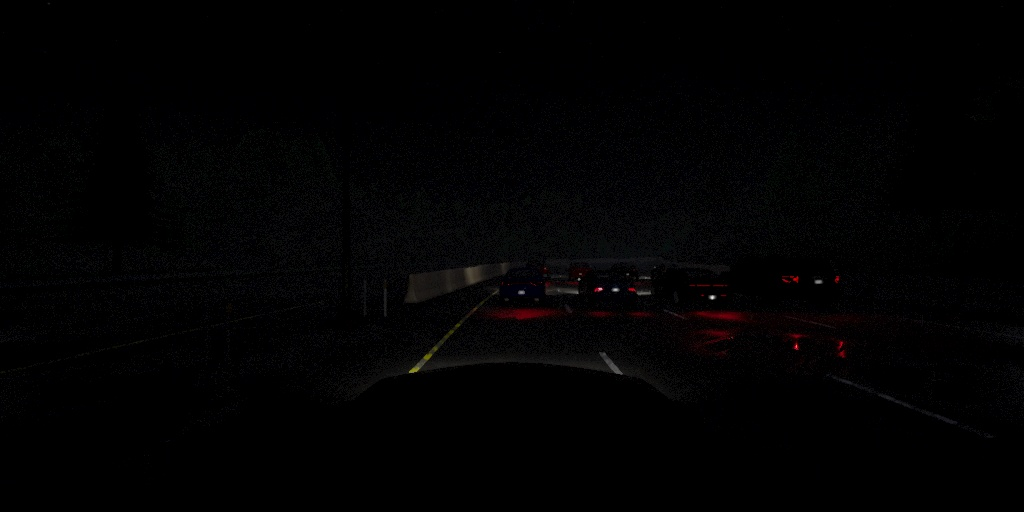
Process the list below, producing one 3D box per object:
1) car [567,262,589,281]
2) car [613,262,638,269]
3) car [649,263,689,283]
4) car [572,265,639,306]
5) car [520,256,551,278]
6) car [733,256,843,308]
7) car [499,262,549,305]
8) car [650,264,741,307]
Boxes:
[{"bbox_3d":[5.659,1.232,30.071,1.882,1.535,5.008,0,0,9],"label":"car"},{"bbox_3d":[9.119,1.232,29.545,1.882,1.535,5.008,0,0,9],"label":"car"},{"bbox_3d":[12.580,1.320,29.019,1.994,1.385,4.181,0,0,9],"label":"car"},{"bbox_3d":[4.041,1.310,15.826,2.033,1.411,5.357,0,0,4],"label":"car"},{"bbox_3d":[2.194,1.114,30.568,2.097,1.767,4.553,0,0,9],"label":"car"},{"bbox_3d":[11.023,1.005,15.329,2.150,2.045,5.566,0,0,4],"label":"car"},{"bbox_3d":[0.551,1.232,16.090,1.882,1.535,5.008,0,0,4],"label":"car"},{"bbox_3d":[7.531,1.264,15.563,1.837,1.490,4.892,0,0,4],"label":"car"}]
